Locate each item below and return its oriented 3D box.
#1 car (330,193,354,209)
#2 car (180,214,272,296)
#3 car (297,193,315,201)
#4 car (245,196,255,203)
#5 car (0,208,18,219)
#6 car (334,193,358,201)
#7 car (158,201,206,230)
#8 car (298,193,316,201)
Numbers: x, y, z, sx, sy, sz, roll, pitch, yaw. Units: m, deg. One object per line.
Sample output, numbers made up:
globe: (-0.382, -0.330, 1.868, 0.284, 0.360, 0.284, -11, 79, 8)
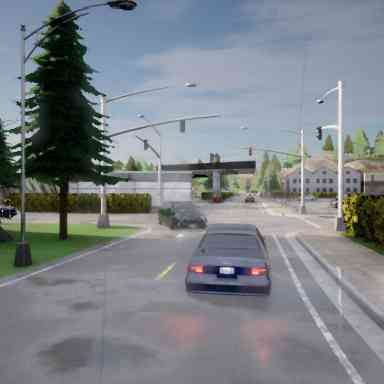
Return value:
car: (20.221, 1.330, 42.318, 5.027, 1.636, 2.152, 0, 0, 10)
car: (1.083, 1.547, 8.829, 2.033, 1.411, 5.357, 0, 0, 10)
car: (26.140, 1.361, 76.060, 3.806, 1.475, 1.970, 0, 0, 10)
car: (11.965, 1.491, 68.529, 2.128, 1.511, 4.902, 0, 0, 11)
car: (-16.857, 1.601, 27.284, 4.718, 1.301, 1.895, 0, 0, 10)
car: (34.496, 1.097, 74.619, 4.605, 1.855, 1.932, 0, 0, 10)
car: (-0.657, 1.352, 20.966, 2.097, 1.767, 4.553, -1, 0, -20)
car: (27.321, 1.077, 79.227, 3.866, 1.878, 1.905, 0, 0, 10)
